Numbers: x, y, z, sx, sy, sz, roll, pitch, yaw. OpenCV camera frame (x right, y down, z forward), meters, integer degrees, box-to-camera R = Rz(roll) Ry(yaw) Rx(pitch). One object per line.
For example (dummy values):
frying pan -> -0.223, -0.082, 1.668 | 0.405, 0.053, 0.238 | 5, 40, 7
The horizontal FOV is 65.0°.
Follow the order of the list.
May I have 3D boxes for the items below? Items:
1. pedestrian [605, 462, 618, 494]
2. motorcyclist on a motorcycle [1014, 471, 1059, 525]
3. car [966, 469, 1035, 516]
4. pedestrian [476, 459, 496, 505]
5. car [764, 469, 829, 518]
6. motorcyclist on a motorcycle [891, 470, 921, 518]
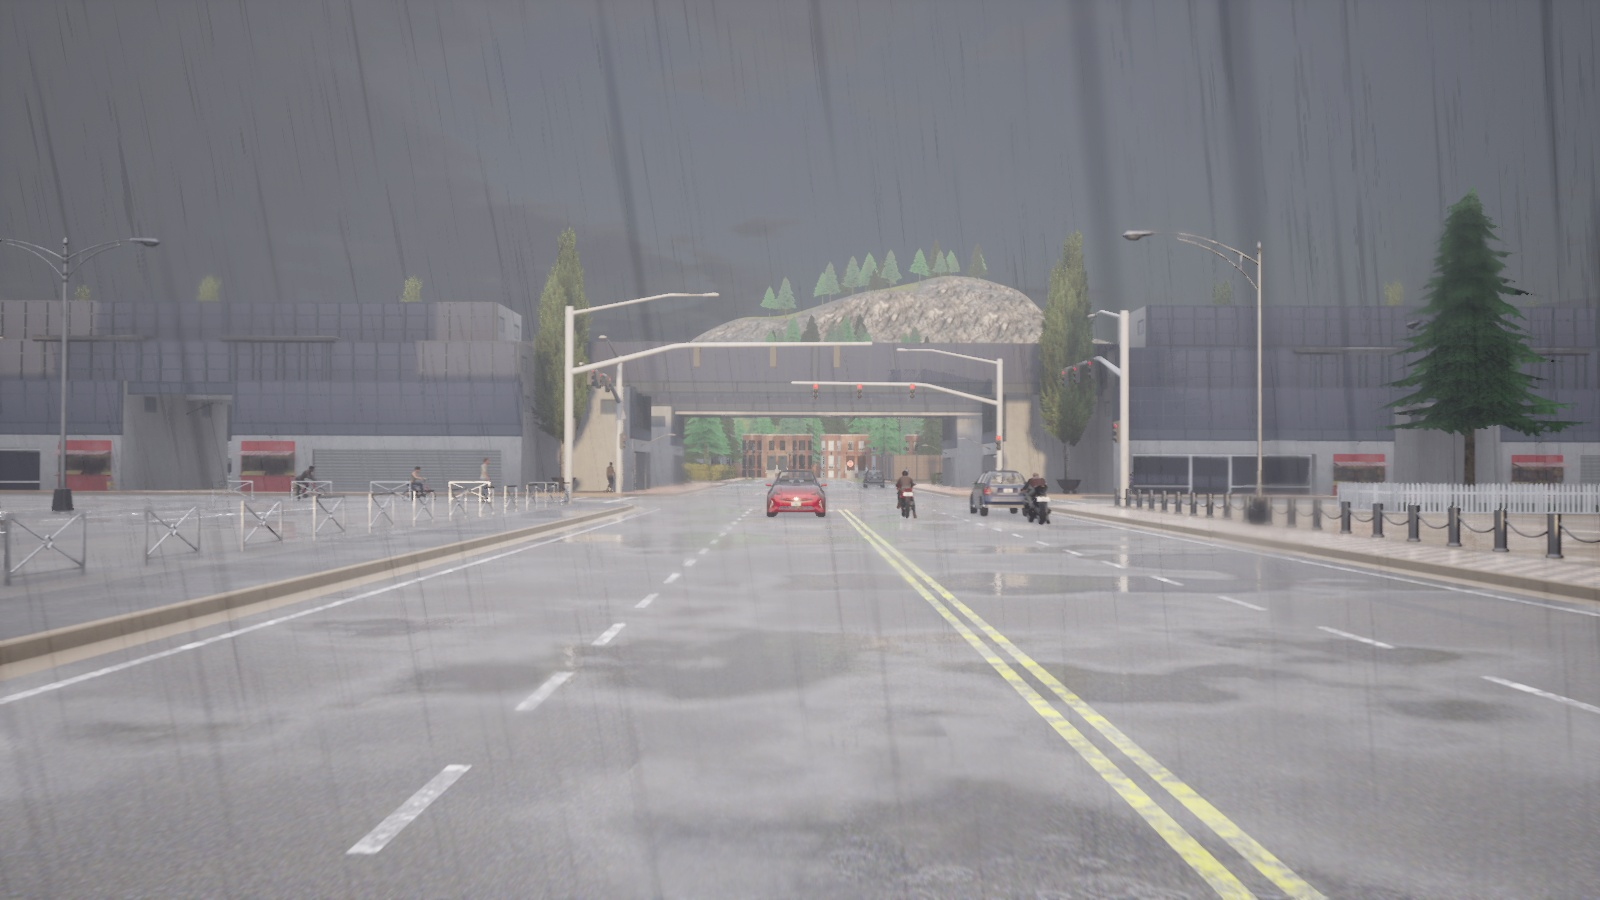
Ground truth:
pedestrian -> -10.842, 1.604, 72.103 | 0.328, 1.805, 0.869 | -1, -1, 22
motorcyclist on a motorcycle -> 6.912, 1.376, 36.794 | 0.866, 1.530, 2.191 | 0, -1, 0
car -> 6.895, 1.420, 43.461 | 1.789, 1.549, 3.705 | 0, -1, 0
pedestrian -> -12.761, 1.293, 51.026 | 0.706, 1.836, 0.354 | 0, -1, 0
car -> -0.107, 1.388, 41.555 | 2.007, 1.525, 4.514 | 0, -1, 0
motorcyclist on a motorcycle -> 3.392, 1.392, 40.402 | 0.797, 1.523, 2.044 | 0, -1, 0
